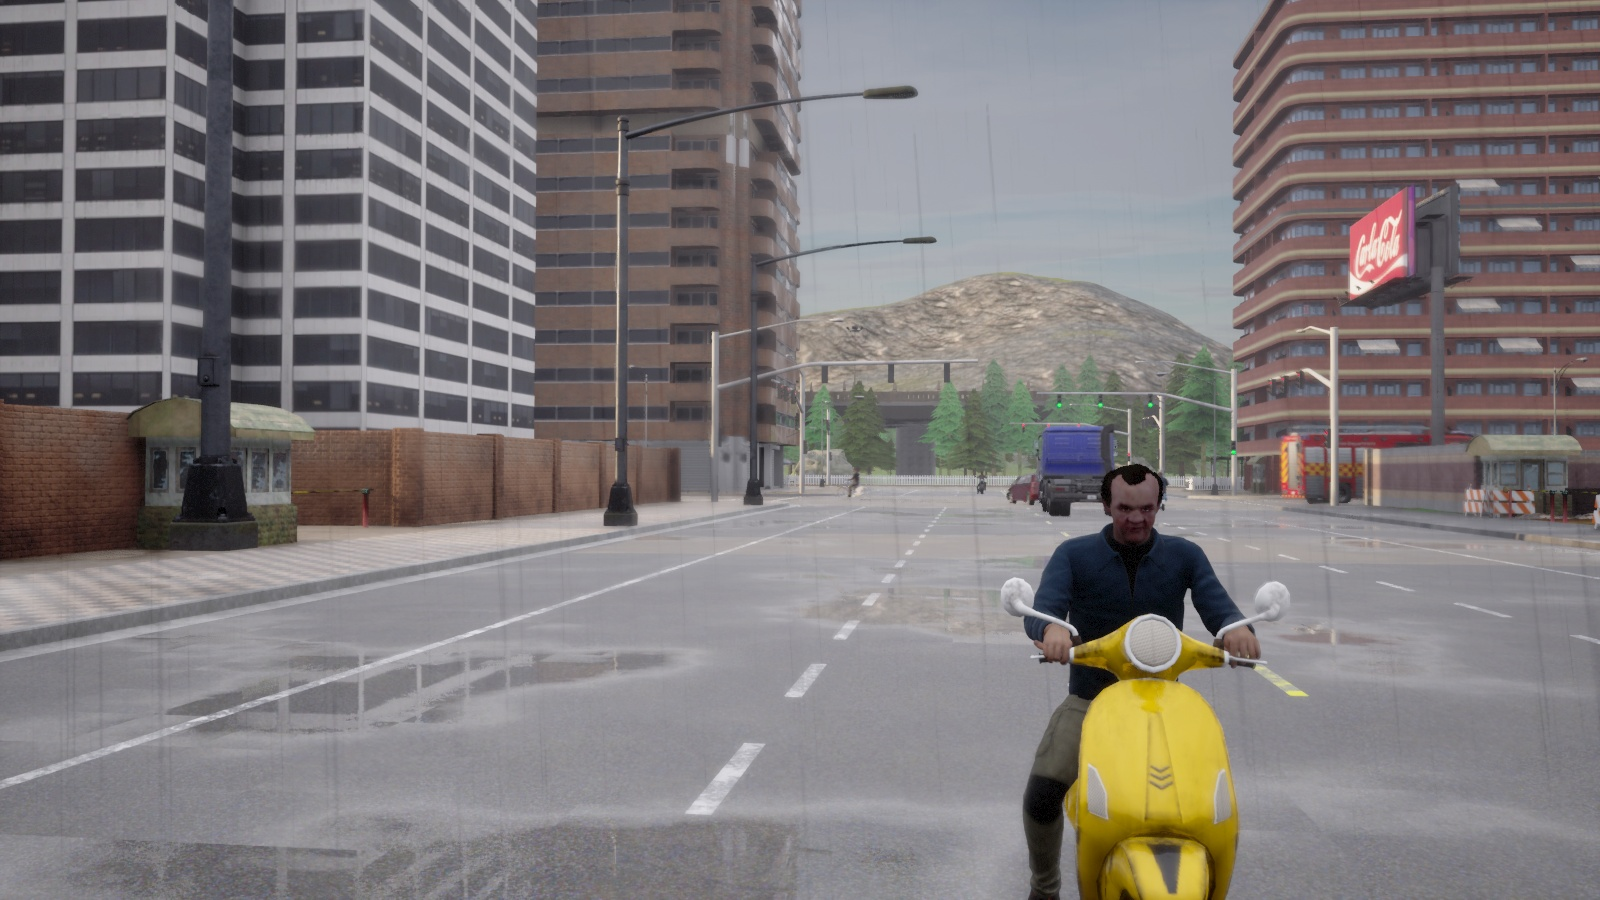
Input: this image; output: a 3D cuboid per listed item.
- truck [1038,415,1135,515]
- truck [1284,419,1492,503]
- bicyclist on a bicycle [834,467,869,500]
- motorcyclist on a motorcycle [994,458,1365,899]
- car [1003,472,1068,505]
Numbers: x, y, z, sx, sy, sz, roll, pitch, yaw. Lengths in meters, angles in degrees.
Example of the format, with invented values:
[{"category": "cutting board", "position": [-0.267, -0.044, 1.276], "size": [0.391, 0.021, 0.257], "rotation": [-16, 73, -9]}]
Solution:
[{"category": "truck", "position": [10.640, 0.583, 47.371], "size": [2.891, 3.462, 7.936], "rotation": [0, -1, 8]}, {"category": "truck", "position": [27.747, 0.536, 59.525], "size": [8.468, 3.827, 2.891], "rotation": [0, -1, 1]}, {"category": "bicyclist on a bicycle", "position": [2.824, 1.827, 68.816], "size": [1.843, 1.776, 0.659], "rotation": [0, 0, 28]}, {"category": "motorcyclist on a motorcycle", "position": [1.080, 0.831, 4.042], "size": [0.866, 1.590, 1.817], "rotation": [0, -1, 8]}, {"category": "car", "position": [11.083, 1.779, 59.335], "size": [1.845, 1.501, 3.633], "rotation": [0, -1, -10]}]
